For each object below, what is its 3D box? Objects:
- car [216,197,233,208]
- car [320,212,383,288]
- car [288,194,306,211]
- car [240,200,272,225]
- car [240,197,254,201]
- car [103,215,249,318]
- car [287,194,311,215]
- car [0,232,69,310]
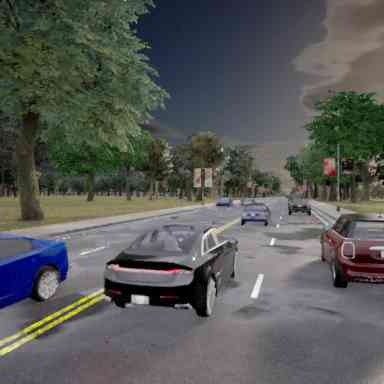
[{"bbox_3d":[4.743,1.518,48.015,1.882,1.535,5.008,0,0,16],"label":"car"},{"bbox_3d":[4.790,1.353,9.114,2.097,1.767,4.553,0,0,16],"label":"car"},{"bbox_3d":[13.771,1.259,43.789,2.150,2.045,5.566,0,0,16],"label":"car"},{"bbox_3d":[4.694,1.550,24.016,2.033,1.411,5.357,0,0,16],"label":"car"},{"bbox_3d":[8.023,1.534,47.652,2.128,1.511,4.902,0,0,16],"label":"car"},{"bbox_3d":[-0.129,1.491,7.572,2.128,1.511,4.902,0,0,16],"label":"car"},{"bbox_3d":[10.957,1.367,33.962,2.097,1.767,4.553,0,0,17],"label":"car"},{"bbox_3d":[-4.262,1.478,5.741,1.882,1.535,5.008,0,0,16],"label":"car"}]
